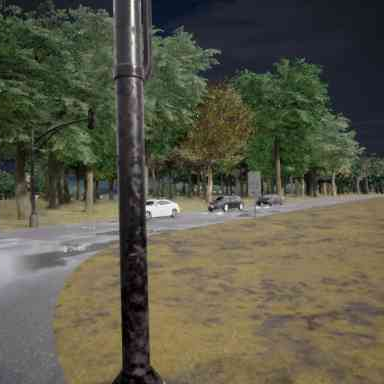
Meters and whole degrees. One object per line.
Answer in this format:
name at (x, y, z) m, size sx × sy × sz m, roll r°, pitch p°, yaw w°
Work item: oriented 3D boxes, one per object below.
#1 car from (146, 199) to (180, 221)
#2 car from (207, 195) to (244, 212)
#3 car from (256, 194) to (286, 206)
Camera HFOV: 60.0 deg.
car at (-2.791, 1.268, 24.476) m, size 1.812 × 1.442 × 4.674 m, roll -3°, pitch -1°, yaw 37°
car at (3.341, 1.087, 32.545) m, size 1.837 × 1.490 × 4.892 m, roll -3°, pitch -1°, yaw 37°
car at (9.753, 0.970, 40.956) m, size 2.033 × 1.411 × 5.357 m, roll -3°, pitch -1°, yaw 37°
